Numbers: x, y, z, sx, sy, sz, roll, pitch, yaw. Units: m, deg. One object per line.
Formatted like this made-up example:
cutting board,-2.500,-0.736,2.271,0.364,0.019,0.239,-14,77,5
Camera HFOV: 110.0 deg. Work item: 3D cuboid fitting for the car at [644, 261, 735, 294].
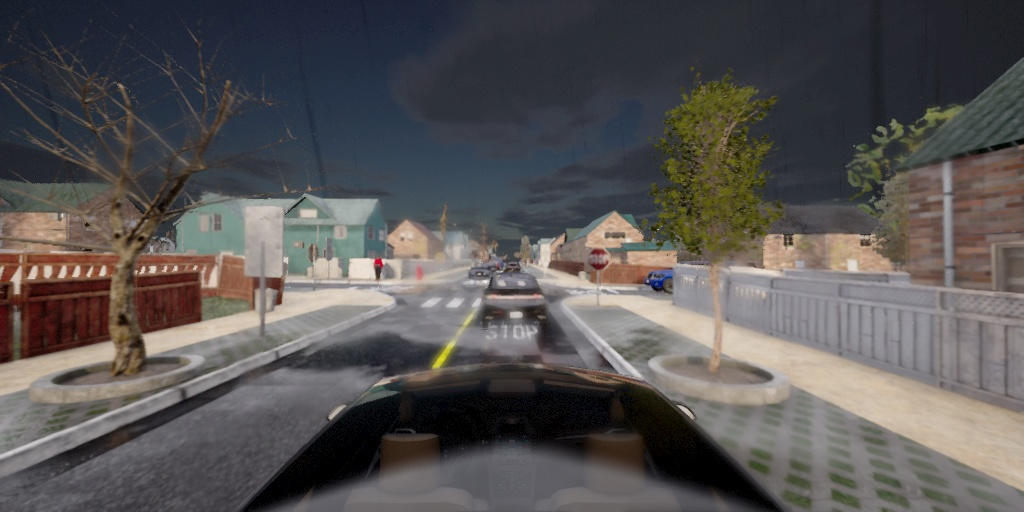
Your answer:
car,11.377,1.320,22.770,5.566,2.045,2.150,1,-1,0

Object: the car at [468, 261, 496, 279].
car,-2.829,1.384,32.966,1.994,1.385,4.181,0,0,-1

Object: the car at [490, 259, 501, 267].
car,-2.800,1.404,43.349,2.033,1.411,5.357,0,0,0

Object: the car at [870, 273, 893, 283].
car,23.262,1.845,22.746,5.008,1.535,1.882,1,-1,0

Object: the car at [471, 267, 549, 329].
car,-0.033,1.258,11.332,2.128,1.511,4.902,0,0,-3

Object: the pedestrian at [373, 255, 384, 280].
pedestrian,-9.603,0.818,25.710,0.375,1.860,0.375,0,-2,0

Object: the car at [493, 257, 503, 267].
car,-2.787,1.379,53.760,1.882,1.535,5.008,0,0,0

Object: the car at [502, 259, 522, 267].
car,0.121,1.360,43.146,1.837,1.490,4.892,0,0,0
